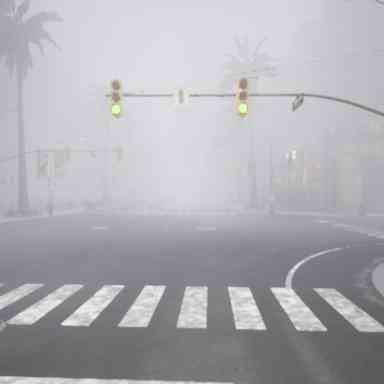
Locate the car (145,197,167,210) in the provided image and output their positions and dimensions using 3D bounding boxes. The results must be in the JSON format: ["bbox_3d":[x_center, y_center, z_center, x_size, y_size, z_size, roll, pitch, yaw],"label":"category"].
[{"bbox_3d":[-5.063,1.855,47.569,2.033,1.411,5.357,0,0,-1],"label":"car"}]

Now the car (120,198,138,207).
[{"bbox_3d":[-11.126,1.892,59.042,2.161,1.482,4.786,0,0,2],"label":"car"}]

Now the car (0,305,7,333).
[{"bbox_3d":[-3.456,1.615,2.247,1.895,1.301,4.718,0,0,3],"label":"car"}]

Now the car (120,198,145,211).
[{"bbox_3d":[-8.575,1.848,46.807,2.033,1.411,5.357,0,0,3],"label":"car"}]

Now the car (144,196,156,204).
[{"bbox_3d":[-10.078,1.877,80.949,2.185,1.767,4.553,0,0,2],"label":"car"}]

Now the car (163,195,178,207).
[{"bbox_3d":[-4.374,1.620,61.327,2.150,2.045,5.566,0,0,4],"label":"car"}]

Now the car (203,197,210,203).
[{"bbox_3d":[3.759,2.066,87.762,1.837,1.490,4.892,0,0,2],"label":"car"}]

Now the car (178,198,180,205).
[{"bbox_3d":[-3.747,2.004,73.751,2.128,1.511,4.902,0,0,3],"label":"car"}]

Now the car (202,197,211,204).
[{"bbox_3d":[3.405,2.043,77.300,2.033,1.411,5.357,0,0,2],"label":"car"}]

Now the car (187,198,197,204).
[{"bbox_3d":[-0.091,2.044,77.476,2.033,1.411,5.357,0,0,2],"label":"car"}]

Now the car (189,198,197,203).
[{"bbox_3d":[0.262,2.160,87.909,1.895,1.301,4.718,0,0,2],"label":"car"}]

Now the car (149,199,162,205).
[{"bbox_3d":[-7.486,2.044,68.819,1.895,1.301,4.718,0,0,3],"label":"car"}]
